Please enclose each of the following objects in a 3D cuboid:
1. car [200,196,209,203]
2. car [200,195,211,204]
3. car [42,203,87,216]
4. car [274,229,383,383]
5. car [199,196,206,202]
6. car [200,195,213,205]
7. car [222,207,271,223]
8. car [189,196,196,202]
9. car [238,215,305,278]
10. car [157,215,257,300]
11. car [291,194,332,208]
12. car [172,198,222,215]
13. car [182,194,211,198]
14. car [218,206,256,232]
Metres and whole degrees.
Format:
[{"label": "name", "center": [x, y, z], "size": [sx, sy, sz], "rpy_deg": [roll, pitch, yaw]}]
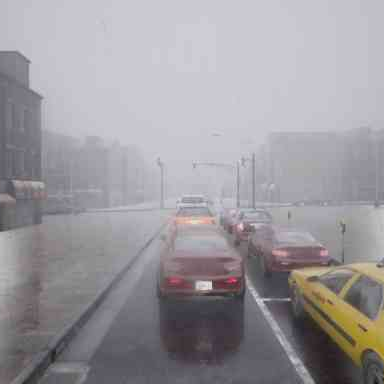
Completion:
[{"label": "car", "center": [2.764, 1.651, 74.301], "size": [1.967, 1.590, 4.097], "rpy_deg": [-1, 0, 0]}, {"label": "car", "center": [2.754, 1.498, 68.900], "size": [2.192, 1.841, 5.009], "rpy_deg": [-1, 0, 0]}, {"label": "car", "center": [-14.973, 2.026, 38.290], "size": [5.357, 1.411, 2.033], "rpy_deg": [-2, 0, 0]}, {"label": "car", "center": [2.641, 1.526, 4.521], "size": [1.752, 1.417, 4.829], "rpy_deg": [0, 0, 0]}, {"label": "car", "center": [2.795, 1.830, 90.678], "size": [1.752, 1.417, 4.829], "rpy_deg": [-1, 0, 0]}, {"label": "car", "center": [2.744, 1.471, 63.497], "size": [2.192, 1.841, 5.009], "rpy_deg": [-1, 0, 0]}, {"label": "car", "center": [2.660, 1.447, 15.285], "size": [1.967, 1.590, 4.097], "rpy_deg": [0, 0, 0]}, {"label": "car", "center": [0.152, 1.751, 83.155], "size": [1.837, 1.490, 4.892], "rpy_deg": [0, 0, 0]}, {"label": "car", "center": [2.651, 1.585, 9.818], "size": [1.802, 1.307, 4.206], "rpy_deg": [0, 0, 0]}, {"label": "car", "center": [0.138, 1.528, 8.311], "size": [1.812, 1.442, 4.674], "rpy_deg": [0, 0, -2]}, {"label": "car", "center": [14.801, 1.107, 41.240], "size": [4.892, 1.490, 1.837], "rpy_deg": [-3, 0, 0]}, {"label": "car", "center": [0.114, 1.359, 15.697], "size": [2.097, 1.767, 4.553], "rpy_deg": [0, 0, 0]}, {"label": "car", "center": [0.080, 1.244, 25.793], "size": [2.150, 2.045, 5.566], "rpy_deg": [0, 0, 1]}, {"label": "car", "center": [2.670, 1.596, 20.751], "size": [1.802, 1.307, 4.206], "rpy_deg": [0, 0, 0]}]
